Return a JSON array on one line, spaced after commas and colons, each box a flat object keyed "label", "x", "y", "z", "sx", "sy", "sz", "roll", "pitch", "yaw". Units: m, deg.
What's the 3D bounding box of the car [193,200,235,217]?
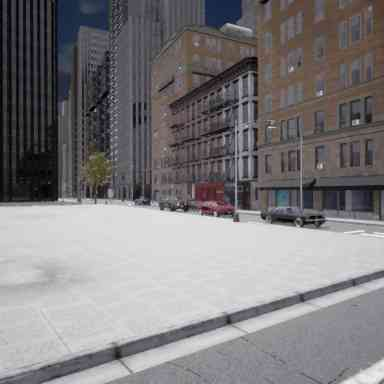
[{"label": "car", "x": 2.288, "y": 1.607, "z": 32.466, "sx": 1.882, "sy": 1.535, "sz": 5.008, "roll": 0, "pitch": 0, "yaw": -26}]

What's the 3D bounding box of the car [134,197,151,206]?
[{"label": "car", "x": -9.332, "y": 1.665, "z": 62.169, "sx": 2.097, "sy": 1.767, "sz": 4.553, "roll": 0, "pitch": 0, "yaw": -25}]

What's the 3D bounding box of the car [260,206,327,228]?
[{"label": "car", "x": 6.920, "y": 1.675, "z": 23.068, "sx": 1.895, "sy": 1.301, "sz": 4.718, "roll": 0, "pitch": 0, "yaw": -26}]

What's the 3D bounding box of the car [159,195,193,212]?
[{"label": "car", "x": -2.392, "y": 1.410, "z": 41.993, "sx": 2.150, "sy": 2.045, "sz": 5.566, "roll": 0, "pitch": 0, "yaw": -27}]

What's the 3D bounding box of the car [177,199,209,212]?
[{"label": "car", "x": 0.035, "y": 1.726, "z": 43.151, "sx": 2.033, "sy": 1.411, "sz": 5.357, "roll": 0, "pitch": 0, "yaw": -26}]
